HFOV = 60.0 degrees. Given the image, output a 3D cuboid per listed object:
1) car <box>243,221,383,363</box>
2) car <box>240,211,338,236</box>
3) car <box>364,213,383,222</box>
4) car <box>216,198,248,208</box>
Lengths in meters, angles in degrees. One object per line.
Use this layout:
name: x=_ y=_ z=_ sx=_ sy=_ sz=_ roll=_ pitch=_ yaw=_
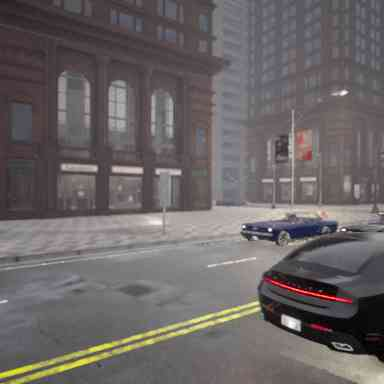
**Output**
car: x=3.267 y=1.469 z=5.765 sx=4.892 sy=1.490 sz=1.837 roll=0 pitch=0 yaw=-35
car: x=4.368 y=1.539 z=14.760 sx=4.718 sy=1.301 sz=1.895 roll=0 pitch=0 yaw=-35
car: x=7.935 y=1.531 z=13.303 sx=4.718 sy=1.301 sz=1.895 roll=0 pitch=0 yaw=-35
car: x=5.875 y=1.582 z=49.478 sx=2.033 sy=1.411 sz=5.357 roll=0 pitch=0 yaw=-35
